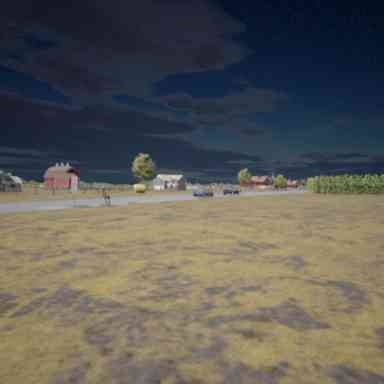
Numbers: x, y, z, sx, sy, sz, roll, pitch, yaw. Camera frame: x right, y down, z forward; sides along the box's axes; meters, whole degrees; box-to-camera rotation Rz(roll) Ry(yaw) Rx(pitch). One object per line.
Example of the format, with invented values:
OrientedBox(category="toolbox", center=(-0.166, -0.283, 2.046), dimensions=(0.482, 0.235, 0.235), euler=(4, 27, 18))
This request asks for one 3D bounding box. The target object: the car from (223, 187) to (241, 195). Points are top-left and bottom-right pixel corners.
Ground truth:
OrientedBox(category="car", center=(7.711, -0.139, 64.089), dimensions=(1.837, 1.490, 4.892), euler=(2, 2, 35))

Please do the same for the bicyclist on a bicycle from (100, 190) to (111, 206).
OrientedBox(category="bicyclist on a bicycle", center=(-8.824, 0.660, 33.885), dimensions=(1.656, 1.620, 0.582), euler=(0, 1, 35))

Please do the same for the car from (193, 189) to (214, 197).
OrientedBox(category="car", center=(1.974, 0.112, 55.928), dimensions=(1.994, 1.385, 4.181), euler=(2, 3, 36))
